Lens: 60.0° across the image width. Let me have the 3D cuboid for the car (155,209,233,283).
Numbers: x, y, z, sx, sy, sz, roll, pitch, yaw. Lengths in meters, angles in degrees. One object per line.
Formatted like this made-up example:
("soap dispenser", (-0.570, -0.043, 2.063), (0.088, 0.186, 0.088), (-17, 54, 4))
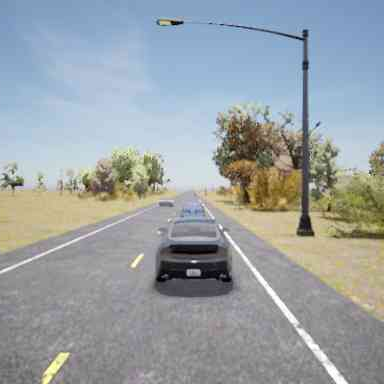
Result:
("car", (0.058, 1.462, 9.554), (1.837, 1.490, 4.892), (0, 1, 0))

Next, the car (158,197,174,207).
("car", (-3.582, 1.375, 46.563), (1.895, 1.301, 4.718), (0, 0, 0))

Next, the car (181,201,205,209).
("car", (0.072, 1.424, 26.034), (2.033, 1.411, 5.357), (0, 0, 0))

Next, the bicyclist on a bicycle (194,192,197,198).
("bicyclist on a bicycle", (0.976, 1.001, 89.154), (0.582, 1.620, 1.656), (0, 0, 0))
